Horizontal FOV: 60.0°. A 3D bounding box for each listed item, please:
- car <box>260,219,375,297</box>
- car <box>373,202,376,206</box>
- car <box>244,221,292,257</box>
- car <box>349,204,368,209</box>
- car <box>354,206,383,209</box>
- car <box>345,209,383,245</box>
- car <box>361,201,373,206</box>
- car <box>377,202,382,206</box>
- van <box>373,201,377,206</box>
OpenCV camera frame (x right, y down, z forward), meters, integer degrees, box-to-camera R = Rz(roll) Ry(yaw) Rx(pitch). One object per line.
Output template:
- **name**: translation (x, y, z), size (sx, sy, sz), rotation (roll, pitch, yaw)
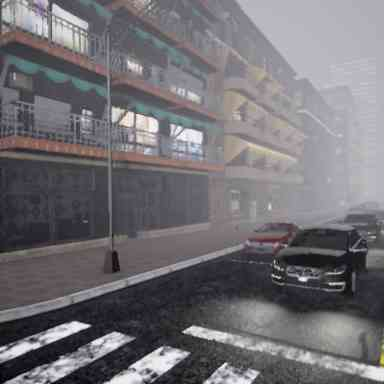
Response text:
- **car**: translation (3.776, 1.713, 9.371), size (1.837, 1.490, 4.892), rotation (-2, -2, 33)
- **car**: translation (24.430, 2.507, 47.246), size (2.008, 1.369, 4.403), rotation (-2, -2, 32)
- **car**: translation (3.639, 1.910, 14.001), size (1.802, 1.307, 4.206), rotation (-2, -2, 32)
- **car**: translation (18.490, 2.358, 37.747), size (1.802, 1.307, 4.206), rotation (-2, -2, 32)
- **car**: translation (14.577, 2.082, 26.646), size (2.033, 1.411, 5.357), rotation (-2, -2, 32)
- **car**: translation (9.073, 1.873, 17.852), size (1.837, 1.490, 4.892), rotation (-2, -2, 32)
- **car**: translation (21.457, 2.306, 42.500), size (1.967, 1.590, 4.097), rotation (-2, -2, 32)
- **car**: translation (33.316, 2.541, 61.512), size (2.192, 1.841, 5.009), rotation (-2, -2, 32)
- **van**: translation (27.395, 2.387, 52.001), size (1.690, 1.788, 3.998), rotation (-2, -2, 32)
